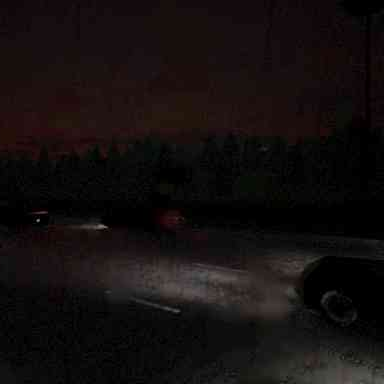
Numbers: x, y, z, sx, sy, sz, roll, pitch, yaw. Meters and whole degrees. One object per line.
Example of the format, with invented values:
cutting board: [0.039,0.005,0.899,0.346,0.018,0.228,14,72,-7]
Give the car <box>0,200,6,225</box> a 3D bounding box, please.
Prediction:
car: [-11.603,1.262,16.570,4.553,1.767,2.097,0,0,35]

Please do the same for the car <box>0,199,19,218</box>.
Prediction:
car: [-17.736,1.397,29.539,5.357,1.411,2.033,0,0,35]

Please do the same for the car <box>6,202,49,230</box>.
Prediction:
car: [-10.648,1.395,20.186,4.902,1.511,2.128,0,0,36]

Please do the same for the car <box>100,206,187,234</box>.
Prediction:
car: [-2.823,1.484,18.903,5.357,1.411,2.033,0,0,36]

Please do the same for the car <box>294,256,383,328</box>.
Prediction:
car: [4.185,1.603,5.304,4.718,1.301,1.895,0,0,35]
